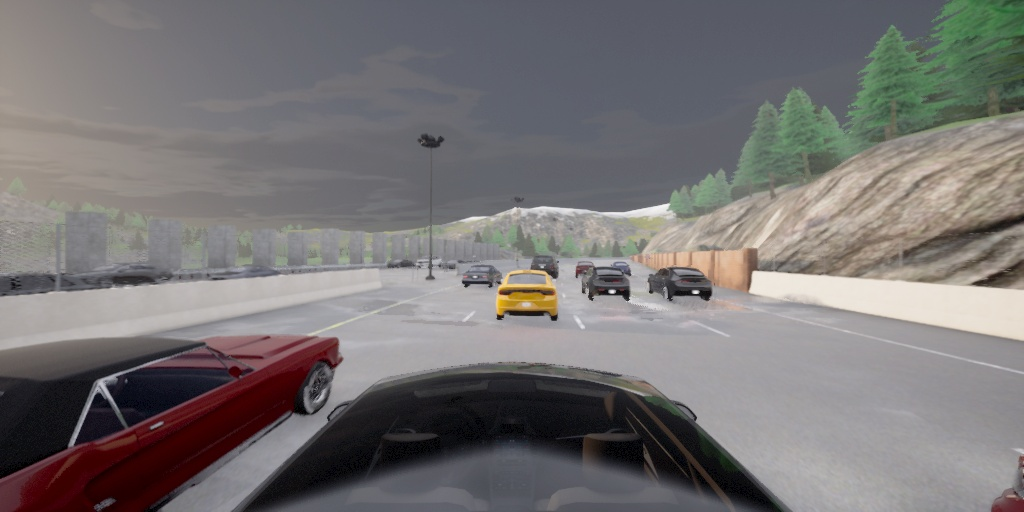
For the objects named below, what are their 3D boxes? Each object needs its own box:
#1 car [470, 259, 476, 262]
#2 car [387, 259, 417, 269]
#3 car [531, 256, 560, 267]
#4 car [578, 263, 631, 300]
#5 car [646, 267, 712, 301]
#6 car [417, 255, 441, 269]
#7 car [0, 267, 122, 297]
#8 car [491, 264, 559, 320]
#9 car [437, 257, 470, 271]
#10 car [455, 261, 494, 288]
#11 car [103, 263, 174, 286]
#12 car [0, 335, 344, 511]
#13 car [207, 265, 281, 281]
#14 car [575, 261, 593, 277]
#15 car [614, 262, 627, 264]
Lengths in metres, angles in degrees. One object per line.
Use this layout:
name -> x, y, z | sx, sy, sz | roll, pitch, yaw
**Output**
car -> -7.085, 1.300, 63.670 | 1.994, 1.385, 4.181 | 0, 0, 17
car -> -17.006, 1.189, 54.593 | 1.882, 1.535, 5.008 | 0, 0, 16
car -> 2.907, 0.981, 31.466 | 2.150, 2.045, 5.566 | 0, 0, 10
car -> 4.513, 1.268, 17.711 | 1.837, 1.490, 4.892 | 0, 0, 6
car -> 8.018, 1.276, 17.582 | 1.837, 1.490, 4.892 | 0, 0, 6
car -> -12.941, 0.939, 56.237 | 2.150, 2.045, 5.566 | 0, 0, 17
car -> -13.856, 1.218, 9.303 | 1.837, 1.490, 4.892 | 0, 1, 3
car -> 0.574, 1.230, 12.667 | 1.882, 1.535, 5.008 | 0, 0, 4
car -> -7.797, 1.211, 48.508 | 1.882, 1.535, 5.008 | 0, 0, 15
car -> -1.861, 1.294, 23.721 | 2.033, 1.411, 5.357 | 0, 0, 8
car -> -23.410, 1.184, 21.571 | 2.128, 1.511, 4.902 | 0, 0, 6
car -> -3.345, 1.342, 2.996 | 1.895, 1.301, 4.718 | 0, 0, 1
car -> -16.313, 1.274, 22.150 | 1.994, 1.385, 4.181 | 0, 0, 7
car -> 7.323, 1.249, 35.680 | 1.882, 1.535, 5.008 | 0, 0, 12
car -> 11.332, 1.307, 37.609 | 1.812, 1.442, 4.674 | 0, 0, 13
